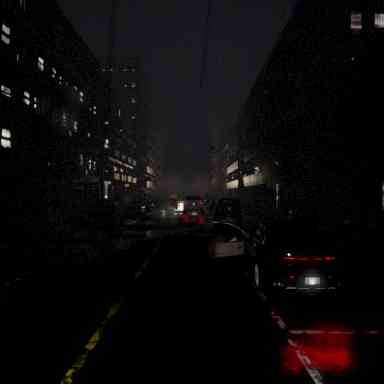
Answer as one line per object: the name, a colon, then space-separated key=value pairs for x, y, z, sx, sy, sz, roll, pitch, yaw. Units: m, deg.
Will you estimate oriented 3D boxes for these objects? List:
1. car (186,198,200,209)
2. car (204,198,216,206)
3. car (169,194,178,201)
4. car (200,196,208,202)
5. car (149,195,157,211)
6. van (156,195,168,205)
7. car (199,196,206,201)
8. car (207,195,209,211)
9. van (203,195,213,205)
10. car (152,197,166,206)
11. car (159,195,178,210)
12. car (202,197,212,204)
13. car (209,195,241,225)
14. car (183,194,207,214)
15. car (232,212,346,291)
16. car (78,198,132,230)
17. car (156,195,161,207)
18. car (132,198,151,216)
car: x=0.202 y=1.559 z=46.238 sx=1.837 sy=1.490 sz=4.892 roll=0 pitch=0 yaw=1
car: x=2.892 y=1.656 z=55.488 sx=1.802 sy=1.307 sz=4.206 roll=0 pitch=0 yaw=0
car: x=-5.345 y=1.519 z=95.350 sx=2.192 sy=1.841 sz=5.009 roll=0 pitch=0 yaw=0
car: x=2.993 y=1.744 z=83.937 sx=1.802 sy=1.307 sz=4.206 roll=0 pitch=0 yaw=0
car: x=-5.548 y=1.480 z=38.451 sx=1.967 sy=1.590 sz=4.097 roll=0 pitch=0 yaw=0
van: x=-5.466 y=1.430 z=61.209 sx=1.690 sy=1.788 sz=3.998 roll=0 pitch=0 yaw=0
car: x=3.034 y=1.786 z=95.318 sx=1.802 sy=1.307 sz=4.206 roll=0 pitch=0 yaw=0
car: x=2.832 y=1.480 z=38.418 sx=1.967 sy=1.590 sz=4.097 roll=0 pitch=0 yaw=0
van: x=2.914 y=1.430 z=61.177 sx=1.690 sy=1.788 sz=3.998 roll=0 pitch=0 yaw=0
car: x=-5.489 y=1.599 z=55.351 sx=1.752 sy=1.417 sz=4.829 roll=0 pitch=0 yaw=0
car: x=-2.938 y=1.530 z=45.228 sx=1.882 sy=1.535 sz=5.008 roll=0 pitch=0 yaw=0
car: x=2.932 y=1.649 z=66.867 sx=1.887 sy=1.381 sz=4.507 roll=0 pitch=0 yaw=0
car: x=2.792 y=1.337 z=27.038 sx=2.192 sy=1.841 sz=5.009 roll=0 pitch=0 yaw=0
car: x=0.197 y=1.258 z=35.980 sx=2.150 sy=2.045 sz=5.566 roll=0 pitch=0 yaw=1
car: x=2.386 y=1.508 z=8.989 sx=1.837 sy=1.490 sz=4.892 roll=0 pitch=0 yaw=0
car: x=-5.609 y=1.330 z=21.379 sx=2.192 sy=1.841 sz=5.009 roll=0 pitch=0 yaw=0
car: x=-5.507 y=1.376 z=49.830 sx=2.192 sy=1.841 sz=5.009 roll=0 pitch=0 yaw=0
car: x=-5.569 y=1.582 z=32.760 sx=2.008 sy=1.369 sz=4.403 roll=0 pitch=0 yaw=0
